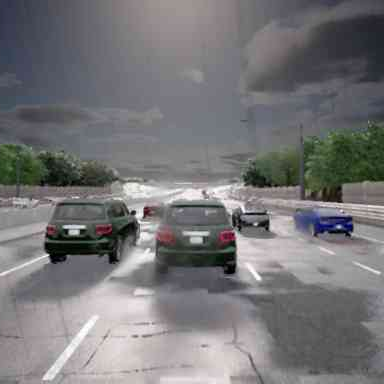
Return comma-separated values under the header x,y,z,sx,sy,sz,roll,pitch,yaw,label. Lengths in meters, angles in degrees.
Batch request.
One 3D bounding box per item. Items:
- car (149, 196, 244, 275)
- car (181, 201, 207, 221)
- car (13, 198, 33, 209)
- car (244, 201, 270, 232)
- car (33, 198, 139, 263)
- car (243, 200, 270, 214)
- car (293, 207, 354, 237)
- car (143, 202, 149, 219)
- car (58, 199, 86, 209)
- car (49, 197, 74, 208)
x,y,z,sx,sy,sz,roll,pitch,yaw,label
0.108,1.260,10.688,2.150,2.045,5.566,0,0,0,car
0.176,1.594,29.085,2.128,1.511,4.902,0,0,0,car
-24.340,1.680,48.802,1.812,1.442,4.674,0,0,1,car
3.536,1.567,20.766,2.128,1.511,4.902,0,0,0,car
-3.389,1.265,12.264,2.150,2.045,5.566,0,0,0,car
7.233,1.679,37.843,2.033,1.411,5.357,0,0,0,car
7.128,1.546,18.589,1.882,1.535,5.008,0,0,0,car
-3.315,1.585,30.678,1.882,1.535,5.008,0,0,0,car
-17.352,1.702,48.354,2.033,1.411,5.357,0,0,1,car
-20.791,1.645,53.128,1.882,1.535,5.008,0,0,1,car
